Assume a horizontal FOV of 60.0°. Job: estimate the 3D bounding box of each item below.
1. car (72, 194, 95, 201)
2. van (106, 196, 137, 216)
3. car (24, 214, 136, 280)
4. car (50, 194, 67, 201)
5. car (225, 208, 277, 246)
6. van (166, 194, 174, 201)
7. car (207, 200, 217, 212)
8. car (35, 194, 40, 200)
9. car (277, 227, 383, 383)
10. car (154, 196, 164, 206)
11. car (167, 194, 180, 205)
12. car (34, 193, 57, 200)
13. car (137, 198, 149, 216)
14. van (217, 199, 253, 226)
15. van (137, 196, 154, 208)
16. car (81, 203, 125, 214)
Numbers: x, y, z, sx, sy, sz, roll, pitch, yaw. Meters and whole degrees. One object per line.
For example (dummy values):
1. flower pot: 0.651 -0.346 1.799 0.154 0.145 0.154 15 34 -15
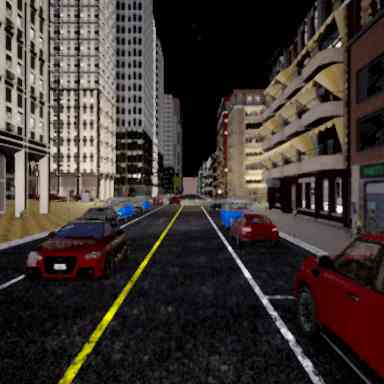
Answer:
1. car: -21.127 1.073 65.141 4.097 1.590 1.967 1 -1 0
2. van: -5.690 1.337 26.114 1.690 1.788 3.998 0 0 0
3. car: -3.100 1.561 9.803 1.994 1.385 4.181 0 0 0
4. car: -26.704 1.108 65.126 4.206 1.307 1.802 1 -1 0
5. car: 2.690 1.578 14.816 1.802 1.307 4.206 0 0 0
6. van: -5.685 1.359 86.832 1.690 1.788 3.998 0 0 0
7. car: 2.692 1.547 37.411 2.008 1.369 4.403 0 0 0
8. car: -32.273 0.734 65.119 5.009 1.841 2.192 1 -1 0
9. car: 2.690 1.314 3.519 2.192 1.841 5.009 0 0 0
10. car: -5.688 1.441 54.358 1.967 1.590 4.097 0 0 0
11. car: -3.000 1.481 57.347 1.882 1.535 5.008 0 0 0
12. car: -32.358 0.989 73.494 4.206 1.307 1.802 1 -1 0
13. car: -5.689 1.546 31.763 2.008 1.369 4.403 0 0 0
14. van: 2.691 1.337 20.465 1.690 1.788 3.998 0 0 0
15. van: -5.688 1.338 37.412 1.690 1.788 3.998 0 0 0
16. car: -5.689 1.562 20.466 1.947 1.339 4.313 0 0 0
